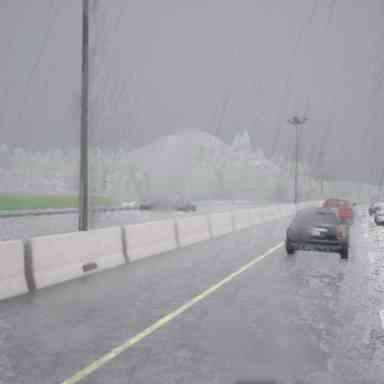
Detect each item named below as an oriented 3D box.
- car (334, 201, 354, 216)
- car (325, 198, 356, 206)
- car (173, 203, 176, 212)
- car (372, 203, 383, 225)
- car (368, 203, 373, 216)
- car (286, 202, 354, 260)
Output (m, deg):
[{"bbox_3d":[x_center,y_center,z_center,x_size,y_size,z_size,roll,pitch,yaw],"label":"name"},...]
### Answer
[{"bbox_3d":[17.966,1.841,39.166,1.882,1.535,5.008,0,0,26],"label":"car"},{"bbox_3d":[11.473,1.461,26.040,2.150,2.045,5.566,0,0,27],"label":"car"},{"bbox_3d":[-1.029,1.738,40.292,1.994,1.385,4.181,0,0,27],"label":"car"},{"bbox_3d":[15.217,1.798,25.687,1.812,1.442,4.674,0,0,27],"label":"car"},{"bbox_3d":[21.073,1.913,37.554,1.812,1.442,4.674,0,0,27],"label":"car"},{"bbox_3d":[5.211,1.465,13.375,2.097,1.767,4.553,0,0,27],"label":"car"}]
